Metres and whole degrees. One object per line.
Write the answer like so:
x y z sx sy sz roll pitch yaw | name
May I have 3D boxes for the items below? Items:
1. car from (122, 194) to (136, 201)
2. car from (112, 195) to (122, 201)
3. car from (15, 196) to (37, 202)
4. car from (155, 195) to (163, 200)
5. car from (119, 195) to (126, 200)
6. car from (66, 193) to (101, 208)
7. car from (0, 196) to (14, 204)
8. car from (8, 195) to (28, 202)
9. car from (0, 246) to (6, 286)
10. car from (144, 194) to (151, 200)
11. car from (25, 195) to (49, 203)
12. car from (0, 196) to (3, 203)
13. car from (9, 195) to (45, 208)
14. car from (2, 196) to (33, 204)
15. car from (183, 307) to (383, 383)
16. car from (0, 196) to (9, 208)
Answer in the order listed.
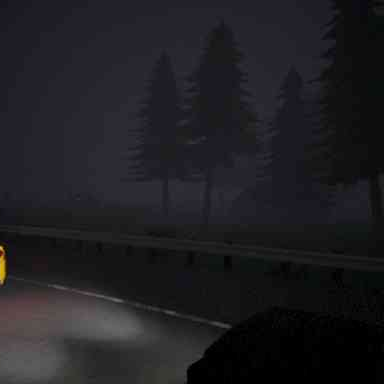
-14.991 1.266 81.589 2.097 1.767 4.553 0 0 1 | car
-18.535 1.433 82.239 1.812 1.442 4.674 0 0 -3 | car
-36.559 1.507 73.385 1.895 1.301 4.718 0 0 8 | car
-8.037 1.436 82.250 1.812 1.442 4.674 0 0 -3 | car
-19.183 1.494 91.880 1.895 1.301 4.718 0 0 -11 | car
-14.908 1.170 46.028 2.150 2.045 5.566 0 0 19 | car
-35.659 1.448 61.558 1.812 1.442 4.674 0 0 19 | car
-39.787 1.460 76.028 1.994 1.385 4.181 0 0 8 | car
-6.335 1.468 7.464 5.008 1.535 1.882 0 0 29 | car
-11.885 1.404 89.356 1.837 1.490 4.892 0 0 -7 | car
-33.288 1.440 71.553 2.128 1.511 4.902 0 0 12 | car
-38.707 1.445 63.507 1.812 1.442 4.674 0 0 19 | car
-22.362 1.509 45.835 1.994 1.385 4.181 0 0 19 | car
-32.076 1.432 61.280 2.128 1.511 4.902 0 0 19 | car
2.212 1.599 2.162 4.718 1.301 1.895 0 0 35 | car
-26.596 1.492 44.243 2.033 1.411 5.357 0 0 19 | car
